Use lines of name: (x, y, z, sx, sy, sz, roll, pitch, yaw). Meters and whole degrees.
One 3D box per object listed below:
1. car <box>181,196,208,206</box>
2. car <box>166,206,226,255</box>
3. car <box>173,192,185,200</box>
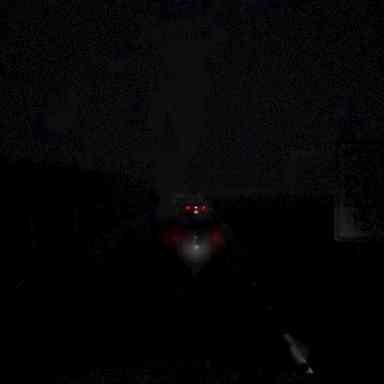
car: (0.339, 1.201, 27.540, 1.895, 1.301, 4.718, 0, 1, 1)
car: (0.177, 1.430, 12.544, 1.895, 1.301, 4.718, 0, 1, 1)
car: (-2.186, 0.696, 57.654, 1.812, 1.442, 4.674, 0, 1, 1)
